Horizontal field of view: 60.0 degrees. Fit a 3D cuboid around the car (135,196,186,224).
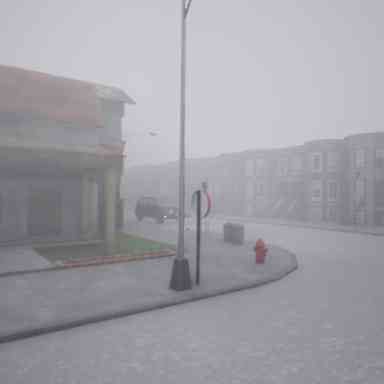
[{"bbox_3d":[-2.693,1.399,27.209,2.150,2.045,5.566,1,-1,-35],"label":"car"}]
